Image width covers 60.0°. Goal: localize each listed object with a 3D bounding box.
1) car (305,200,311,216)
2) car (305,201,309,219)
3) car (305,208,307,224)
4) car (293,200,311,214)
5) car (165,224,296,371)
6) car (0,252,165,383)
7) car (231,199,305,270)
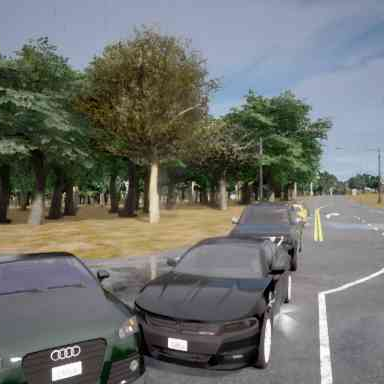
[{"bbox_3d":[9.293,1.723,29.567,1.812,1.442,4.674,-1,0,21],"label":"car"},{"bbox_3d":[7.234,1.662,24.063,1.882,1.535,5.008,-1,0,21],"label":"car"},{"bbox_3d":[5.085,1.773,18.309,1.895,1.301,4.718,-1,0,21],"label":"car"},{"bbox_3d":[13.317,1.745,40.152,1.812,1.442,4.674,-1,0,21],"label":"car"},{"bbox_3d":[0.737,1.613,6.264,1.882,1.535,5.008,-1,-2,21],"label":"car"},{"bbox_3d":[-2.309,1.643,4.967,1.994,1.385,4.181,1,-2,-33],"label":"car"},{"bbox_3d":[2.858,1.459,12.405,2.150,2.045,5.566,-2,0,21],"label":"car"}]
